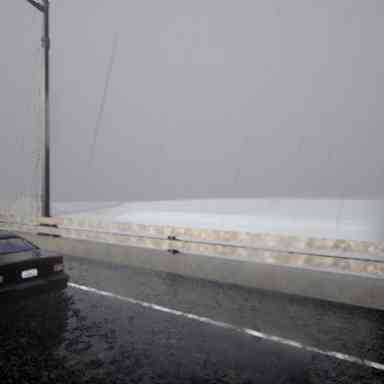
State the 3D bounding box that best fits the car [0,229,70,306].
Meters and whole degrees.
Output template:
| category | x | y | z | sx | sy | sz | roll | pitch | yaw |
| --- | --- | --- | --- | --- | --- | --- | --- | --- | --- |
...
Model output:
| category | x | y | z | sx | sy | sz | roll | pitch | yaw |
| --- | --- | --- | --- | --- | --- | --- | --- | --- | --- |
| car | -5.062 | 1.567 | 7.640 | 5.357 | 1.411 | 2.033 | 0 | 0 | 35 |
